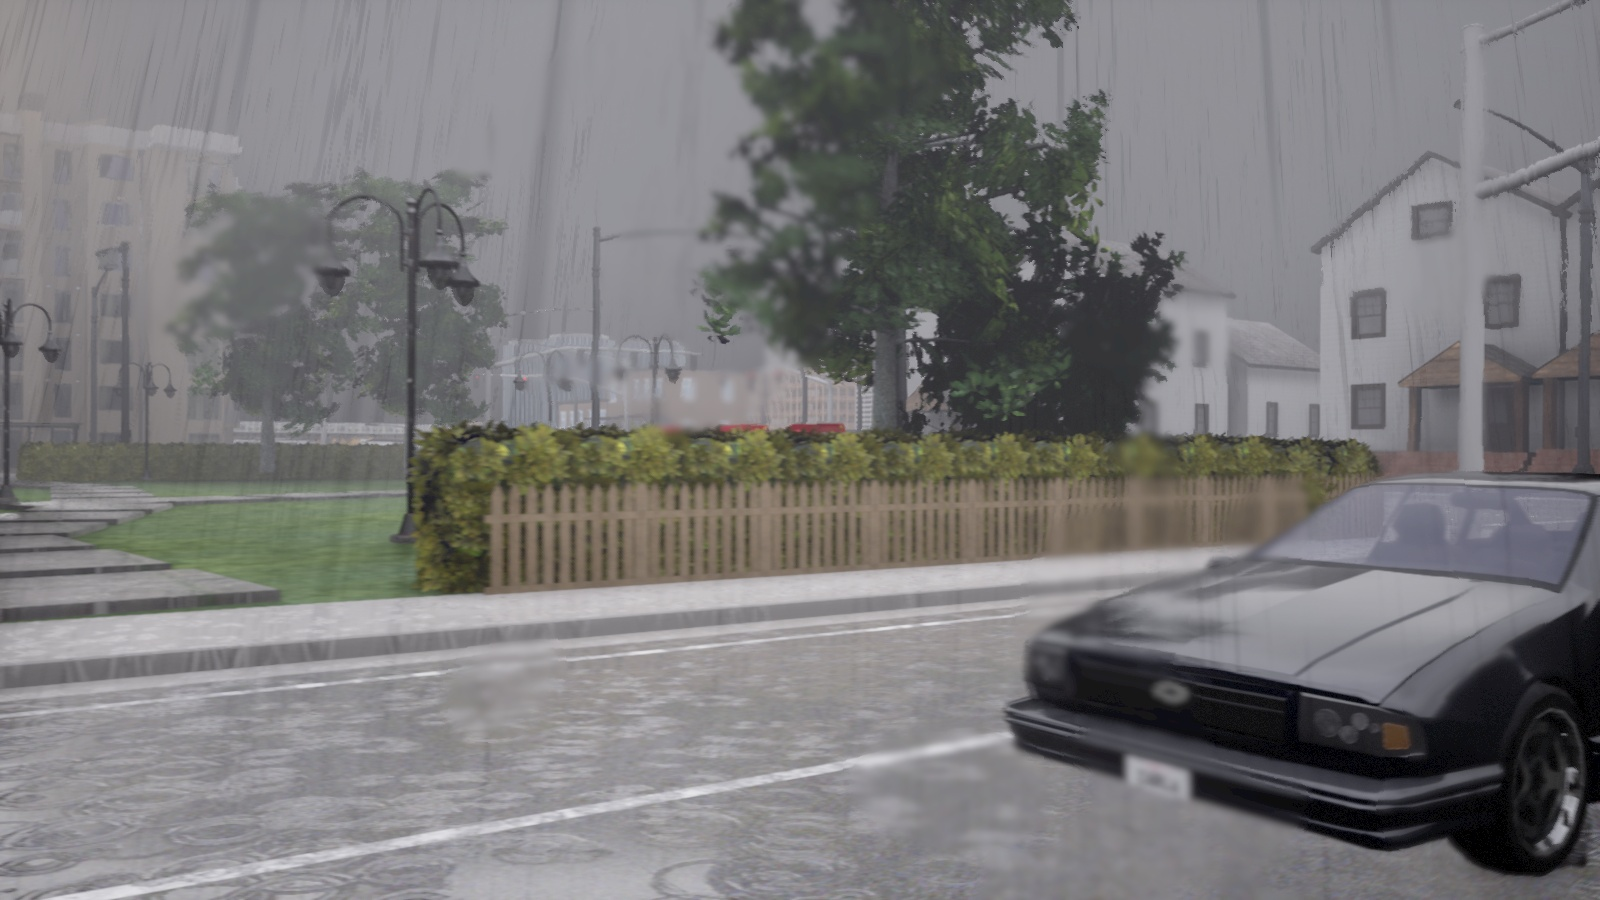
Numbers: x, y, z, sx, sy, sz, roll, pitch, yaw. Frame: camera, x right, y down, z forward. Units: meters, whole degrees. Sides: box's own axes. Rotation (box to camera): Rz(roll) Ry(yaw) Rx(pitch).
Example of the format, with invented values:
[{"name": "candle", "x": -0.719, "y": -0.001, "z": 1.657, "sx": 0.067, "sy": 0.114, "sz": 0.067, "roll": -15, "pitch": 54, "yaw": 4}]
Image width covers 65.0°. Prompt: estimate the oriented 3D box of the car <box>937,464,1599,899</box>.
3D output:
[{"name": "car", "x": 3.358, "y": 0.797, "z": 5.995, "sx": 5.357, "sy": 1.411, "sz": 2.033, "roll": 0, "pitch": 0, "yaw": -35}]
